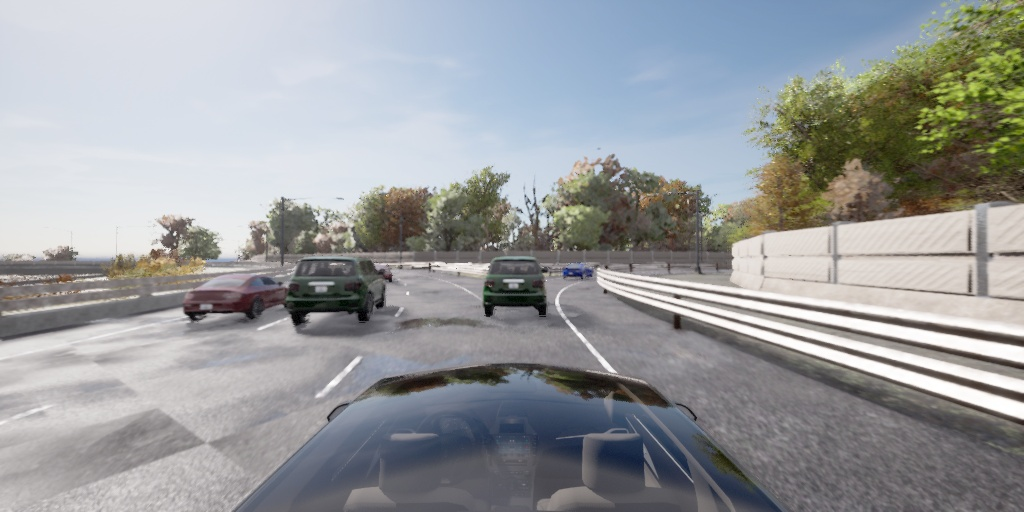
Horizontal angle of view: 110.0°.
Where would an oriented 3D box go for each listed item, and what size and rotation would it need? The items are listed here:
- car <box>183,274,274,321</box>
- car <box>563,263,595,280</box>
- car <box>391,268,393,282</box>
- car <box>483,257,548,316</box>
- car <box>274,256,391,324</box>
[{"bbox_3d":[-9.498,1.353,12.851,1.812,1.442,4.674,0,0,-12],"label":"car"},{"bbox_3d":[6.609,1.452,35.074,1.882,1.535,5.008,-1,-1,29],"label":"car"},{"bbox_3d":[-11.457,1.478,31.252,1.812,1.442,4.674,0,0,-21],"label":"car"},{"bbox_3d":[0.220,1.054,13.954,2.150,2.045,5.566,0,0,4],"label":"car"},{"bbox_3d":[-5.838,1.044,12.579,2.150,2.045,5.566,0,-1,-12],"label":"car"}]
